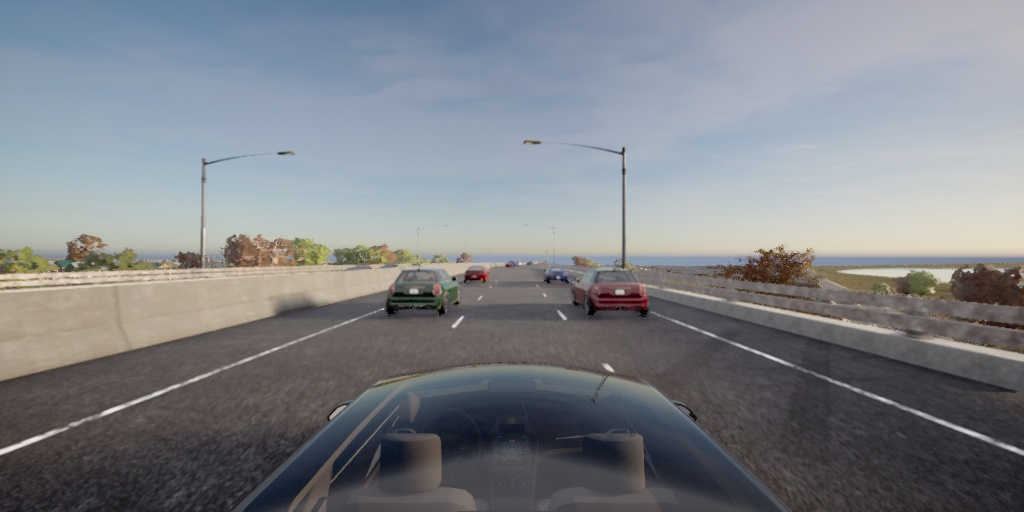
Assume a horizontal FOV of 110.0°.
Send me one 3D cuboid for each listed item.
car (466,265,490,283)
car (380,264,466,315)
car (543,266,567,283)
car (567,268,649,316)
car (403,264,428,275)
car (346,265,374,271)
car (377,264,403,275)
[{"bbox_3d":[-3.112,1.591,32.493,1.882,1.535,5.008,0,-1,1],"label":"car"},{"bbox_3d":[-3.343,1.243,14.387,2.097,1.767,4.553,0,-1,0],"label":"car"},{"bbox_3d":[3.880,1.638,32.012,1.812,1.442,4.674,0,-1,1],"label":"car"},{"bbox_3d":[3.653,1.247,14.183,2.097,1.767,4.553,0,-1,1],"label":"car"},{"bbox_3d":[-13.375,1.829,50.000,2.128,1.511,4.902,0,-1,2],"label":"car"},{"bbox_3d":[-20.417,1.860,48.561,2.033,1.411,5.357,0,-1,2],"label":"car"},{"bbox_3d":[-16.879,1.837,49.801,1.837,1.490,4.892,0,-1,2],"label":"car"}]
